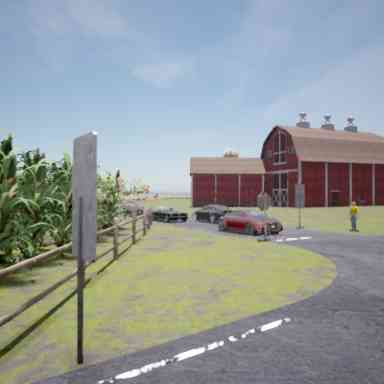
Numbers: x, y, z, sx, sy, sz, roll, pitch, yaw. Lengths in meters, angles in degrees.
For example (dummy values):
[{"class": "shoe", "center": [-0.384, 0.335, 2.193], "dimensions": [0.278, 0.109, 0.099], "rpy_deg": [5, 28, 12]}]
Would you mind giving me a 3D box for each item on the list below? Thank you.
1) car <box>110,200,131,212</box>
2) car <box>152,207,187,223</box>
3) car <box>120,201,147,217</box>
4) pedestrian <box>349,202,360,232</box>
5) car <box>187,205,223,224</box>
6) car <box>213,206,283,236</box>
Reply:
[{"class": "car", "center": [-10.688, 2.062, 48.175], "dimensions": [2.097, 1.767, 4.553], "rpy_deg": [0, -1, -22]}, {"class": "car", "center": [-2.065, 1.982, 29.595], "dimensions": [1.895, 1.301, 4.718], "rpy_deg": [1, -1, -28]}, {"class": "car", "center": [-6.600, 2.112, 38.761], "dimensions": [1.994, 1.385, 4.181], "rpy_deg": [1, -1, -25]}, {"class": "pedestrian", "center": [9.948, 1.479, 20.434], "dimensions": [0.375, 1.860, 0.375], "rpy_deg": [-1, 0, -32]}, {"class": "car", "center": [1.751, 1.866, 28.657], "dimensions": [1.837, 1.490, 4.892], "rpy_deg": [0, -1, -29]}, {"class": "car", "center": [3.414, 1.762, 19.947], "dimensions": [1.994, 1.385, 4.181], "rpy_deg": [1, -1, -31]}]
